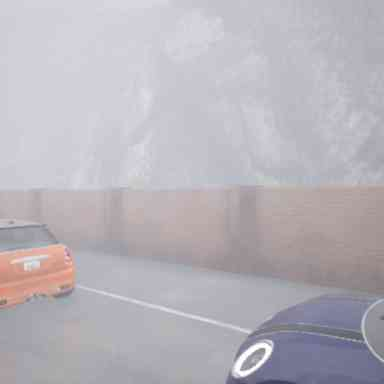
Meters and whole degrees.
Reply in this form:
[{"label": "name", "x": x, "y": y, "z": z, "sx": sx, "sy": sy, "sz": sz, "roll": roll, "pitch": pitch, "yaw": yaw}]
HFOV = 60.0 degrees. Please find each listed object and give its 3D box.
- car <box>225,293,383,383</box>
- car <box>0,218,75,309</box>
[{"label": "car", "x": 2.472, "y": 1.350, "z": 2.266, "sx": 4.553, "sy": 1.767, "sz": 2.097, "roll": 0, "pitch": 0, "yaw": 35}, {"label": "car", "x": -4.659, "y": 1.371, "z": 7.331, "sx": 4.553, "sy": 1.767, "sz": 2.097, "roll": 0, "pitch": 0, "yaw": 36}]
